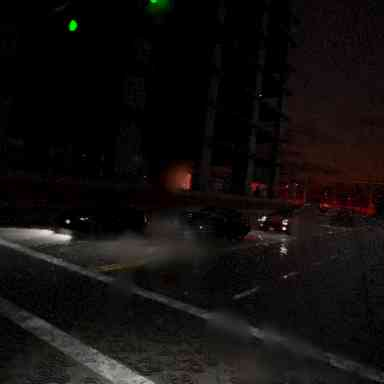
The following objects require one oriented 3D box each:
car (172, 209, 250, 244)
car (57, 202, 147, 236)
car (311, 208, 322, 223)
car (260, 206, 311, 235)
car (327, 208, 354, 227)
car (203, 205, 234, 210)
[{"bbox_3d":[1.105,1.741,16.739,1.895,1.301,4.718,6,0,36],"label":"car"},{"bbox_3d":[-4.033,1.170,15.534,1.994,1.385,4.181,6,0,36],"label":"car"},{"bbox_3d":[13.865,3.026,40.571,1.812,1.442,4.674,6,0,36],"label":"car"},{"bbox_3d":[6.857,2.099,24.776,2.097,1.767,4.553,6,0,36],"label":"car"},{"bbox_3d":[18.700,3.352,41.272,2.097,1.767,4.553,6,0,36],"label":"car"},{"bbox_3d":[1.747,1.695,23.634,1.882,1.535,5.008,6,0,36],"label":"car"}]
